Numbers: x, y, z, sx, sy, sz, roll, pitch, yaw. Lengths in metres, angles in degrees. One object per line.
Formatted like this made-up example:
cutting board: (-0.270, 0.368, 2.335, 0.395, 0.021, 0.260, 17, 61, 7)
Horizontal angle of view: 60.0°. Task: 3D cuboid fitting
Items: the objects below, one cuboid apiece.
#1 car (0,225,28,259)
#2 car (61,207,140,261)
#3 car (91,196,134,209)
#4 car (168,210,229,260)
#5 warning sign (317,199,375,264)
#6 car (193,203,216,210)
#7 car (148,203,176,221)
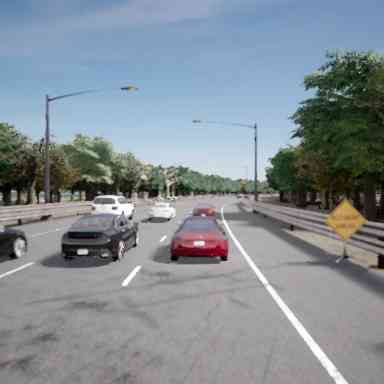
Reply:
car: (-6.795, 1.515, 9.886, 2.128, 1.511, 4.902, 0, 0, 2)
car: (-3.204, 1.545, 12.435, 1.837, 1.490, 4.892, 0, 0, 2)
car: (-6.121, 1.321, 26.164, 2.150, 2.045, 5.566, 0, 0, 4)
car: (0.304, 1.607, 12.590, 1.994, 1.385, 4.181, 0, 0, 2)
warning sign: (4.690, 1.153, 10.216, 1.300, 1.860, 1.060, 0, 0, 1)
car: (1.023, 1.639, 28.073, 1.812, 1.442, 4.674, 0, 0, 4)
car: (-2.478, 1.635, 28.120, 1.812, 1.442, 4.674, 0, 0, 4)
